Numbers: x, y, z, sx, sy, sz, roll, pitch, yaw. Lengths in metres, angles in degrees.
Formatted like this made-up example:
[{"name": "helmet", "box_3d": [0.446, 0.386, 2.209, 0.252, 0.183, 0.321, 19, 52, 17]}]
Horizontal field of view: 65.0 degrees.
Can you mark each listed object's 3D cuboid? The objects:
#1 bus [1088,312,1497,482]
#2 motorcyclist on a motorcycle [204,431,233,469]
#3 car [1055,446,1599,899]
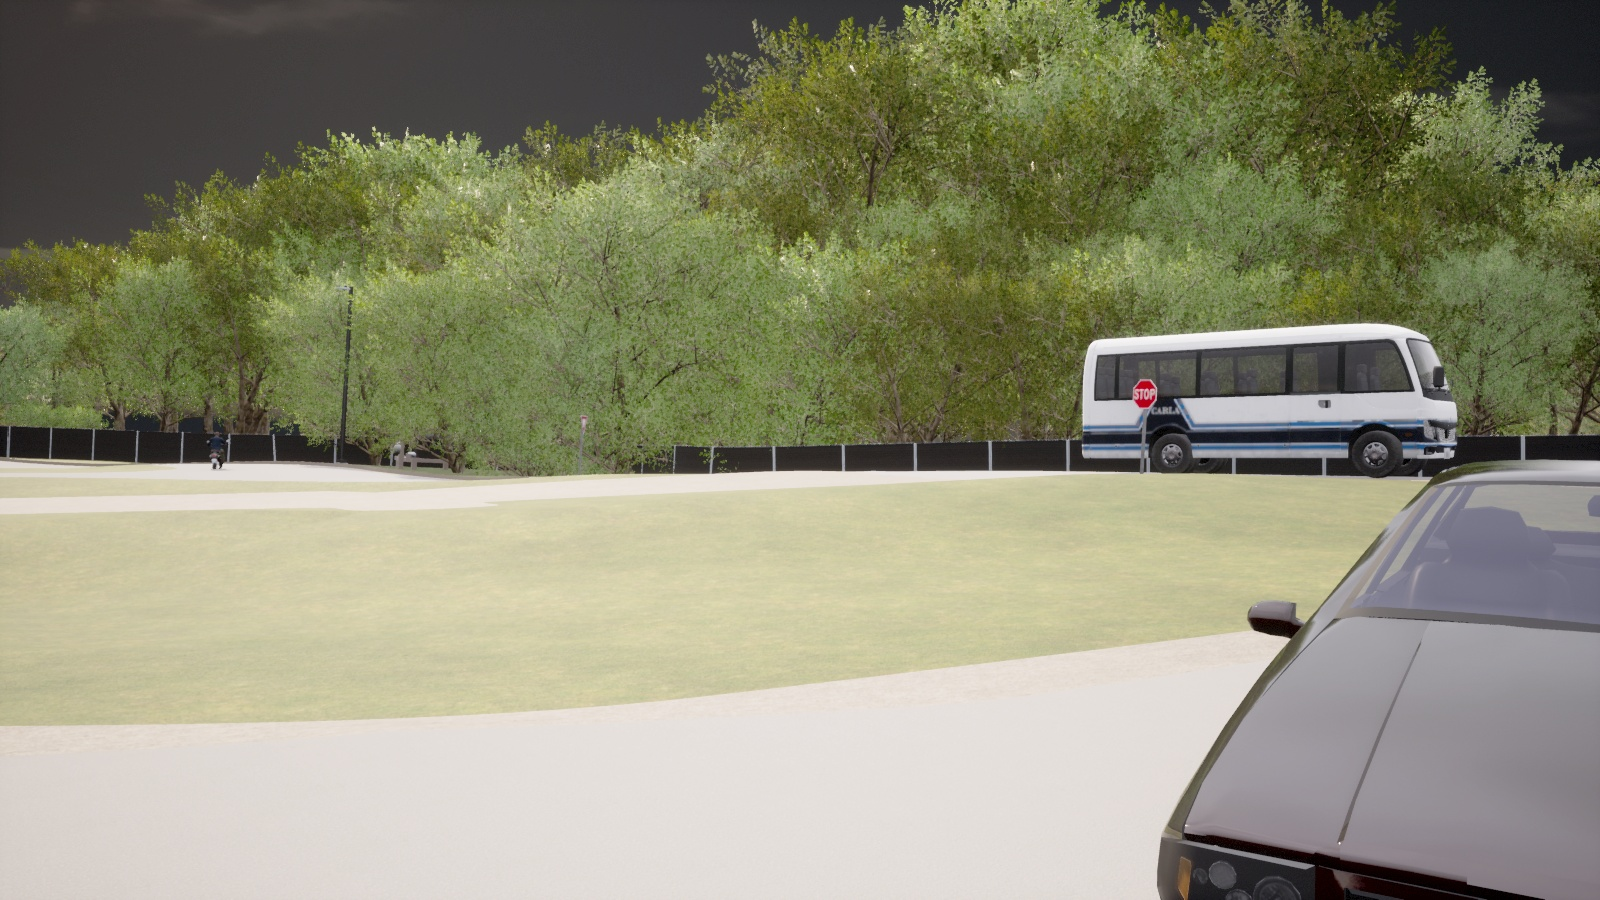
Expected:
[{"name": "bus", "box_3d": [13.963, -1.336, 36.281, 10.273, 4.253, 3.944, 0, 0, 39]}, {"name": "motorcyclist on a motorcycle", "box_3d": [-24.637, -0.011, 53.238, 0.866, 1.590, 1.817, 0, 1, -17]}, {"name": "car", "box_3d": [2.823, 0.751, 4.234, 2.033, 1.411, 5.357, 2, 2, 33]}]
